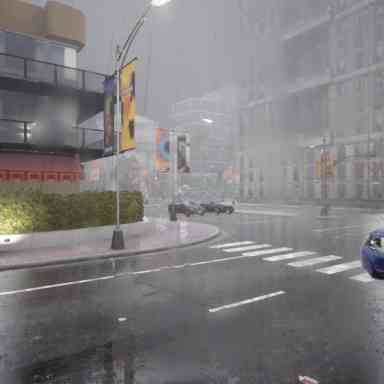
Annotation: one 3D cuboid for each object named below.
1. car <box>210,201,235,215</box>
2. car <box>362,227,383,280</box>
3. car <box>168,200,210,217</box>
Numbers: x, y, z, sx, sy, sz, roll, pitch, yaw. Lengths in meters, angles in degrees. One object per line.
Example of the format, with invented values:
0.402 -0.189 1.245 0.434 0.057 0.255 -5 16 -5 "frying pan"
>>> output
2.227 1.601 34.117 1.895 1.301 4.718 0 0 -35 "car"
6.812 1.221 8.844 5.566 2.045 2.150 0 0 -35 "car"
-0.624 1.526 32.087 1.812 1.442 4.674 0 0 -35 "car"
